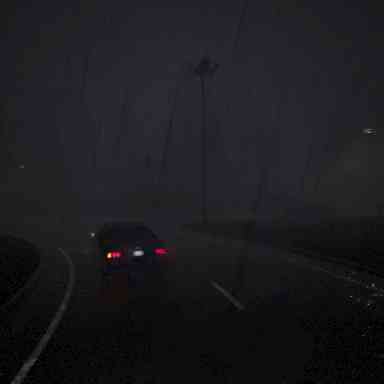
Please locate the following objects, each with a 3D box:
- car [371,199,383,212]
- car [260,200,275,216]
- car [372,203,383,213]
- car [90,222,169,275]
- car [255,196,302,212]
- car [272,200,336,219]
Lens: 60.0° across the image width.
[{"bbox_3d":[24.908,1.629,41.104,4.674,1.442,1.812,-1,-1,-10],"label":"car"},{"bbox_3d":[9.730,1.812,34.906,4.181,1.385,1.994,-1,-1,-10],"label":"car"},{"bbox_3d":[22.431,1.658,37.128,4.181,1.385,1.994,-1,-1,-10],"label":"car"},{"bbox_3d":[-2.278,1.704,11.119,2.033,1.411,5.357,-1,-1,-20],"label":"car"},{"bbox_3d":[10.197,1.504,38.527,5.566,2.045,2.150,-1,-1,-9],"label":"car"},{"bbox_3d":[10.801,1.744,31.543,5.357,1.411,2.033,-1,-1,-10],"label":"car"}]
